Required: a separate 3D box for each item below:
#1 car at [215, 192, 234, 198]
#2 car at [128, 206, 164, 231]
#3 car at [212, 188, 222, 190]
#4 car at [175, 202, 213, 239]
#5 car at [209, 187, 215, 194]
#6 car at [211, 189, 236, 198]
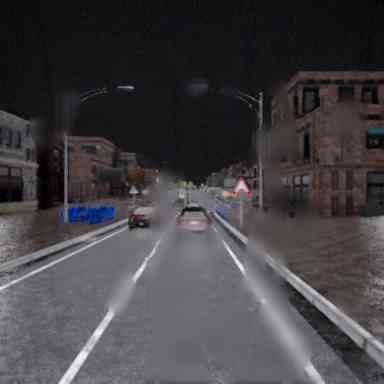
[{"bbox_3d":[8.189,0.744,84.952,4.674,1.452,2.002,0,2,-1],"label":"car"},{"bbox_3d":[-3.044,1.689,22.647,1.882,1.535,5.008,0,-1,1],"label":"car"},{"bbox_3d":[8.122,0.483,87.700,4.553,1.767,2.185,0,2,-1],"label":"car"},{"bbox_3d":[0.101,1.595,18.399,2.033,1.649,4.856,0,-1,0],"label":"car"},{"bbox_3d":[8.152,0.265,90.450,5.566,2.045,2.435,0,2,-1],"label":"car"},{"bbox_3d":[8.031,0.800,82.193,5.366,1.575,1.946,0,2,-1],"label":"car"}]
